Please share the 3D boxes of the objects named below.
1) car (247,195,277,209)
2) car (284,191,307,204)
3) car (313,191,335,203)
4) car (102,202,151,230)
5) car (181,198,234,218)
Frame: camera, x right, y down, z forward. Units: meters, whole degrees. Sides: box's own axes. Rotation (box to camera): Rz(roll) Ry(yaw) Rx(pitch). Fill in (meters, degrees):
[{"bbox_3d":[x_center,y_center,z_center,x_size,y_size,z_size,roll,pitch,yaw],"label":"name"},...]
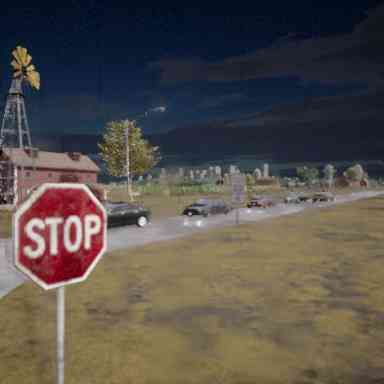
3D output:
[{"bbox_3d":[7.326,0.980,34.664,1.994,1.385,4.181,0,2,36],"label":"car"},{"bbox_3d":[13.370,0.675,42.850,2.128,1.511,4.902,0,2,36],"label":"car"},{"bbox_3d":[17.100,0.651,43.025,1.837,1.490,4.892,0,2,36],"label":"car"},{"bbox_3d":[-4.425,1.361,18.692,1.837,1.490,4.892,0,2,38],"label":"car"},{"bbox_3d":[1.430,1.187,26.627,2.033,1.411,5.357,0,2,36],"label":"car"}]
